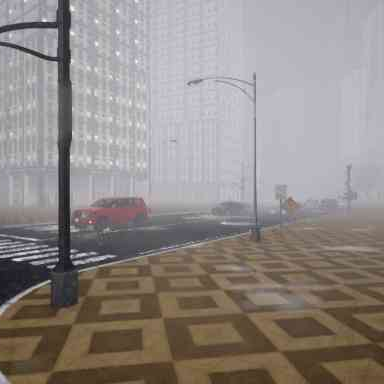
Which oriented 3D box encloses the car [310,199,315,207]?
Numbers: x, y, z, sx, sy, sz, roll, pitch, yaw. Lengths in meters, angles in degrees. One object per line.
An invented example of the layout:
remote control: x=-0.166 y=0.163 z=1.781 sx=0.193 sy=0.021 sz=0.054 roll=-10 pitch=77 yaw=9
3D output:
car: x=19.081 y=1.831 z=52.776 sx=1.882 sy=1.535 sz=5.008 roll=0 pitch=0 yaw=31

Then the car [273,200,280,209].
car: x=13.693 y=1.903 z=50.223 sx=1.812 sy=1.442 sz=4.674 roll=0 pitch=0 yaw=32

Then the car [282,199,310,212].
car: x=13.860 y=1.898 z=44.380 sx=1.895 sy=1.301 sz=4.718 roll=0 pitch=-1 yaw=33

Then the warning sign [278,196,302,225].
warning sign: x=6.783 y=1.251 z=22.979 sx=1.300 sy=1.860 sz=1.060 roll=0 pitch=0 yaw=34

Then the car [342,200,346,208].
car: x=24.402 y=1.965 z=55.237 sx=1.895 sy=1.301 sz=4.718 roll=0 pitch=0 yaw=30

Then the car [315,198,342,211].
car: x=19.244 y=1.663 z=46.754 sx=2.097 sy=1.767 sz=4.553 roll=0 pitch=0 yaw=32

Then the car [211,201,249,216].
car: x=3.836 y=1.709 z=35.457 sx=1.882 sy=1.535 sz=5.008 roll=0 pitch=0 yaw=34

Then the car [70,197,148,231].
car: x=-5.285 y=1.351 z=22.067 sx=2.150 sy=2.045 sz=5.566 roll=0 pitch=-1 yaw=35
